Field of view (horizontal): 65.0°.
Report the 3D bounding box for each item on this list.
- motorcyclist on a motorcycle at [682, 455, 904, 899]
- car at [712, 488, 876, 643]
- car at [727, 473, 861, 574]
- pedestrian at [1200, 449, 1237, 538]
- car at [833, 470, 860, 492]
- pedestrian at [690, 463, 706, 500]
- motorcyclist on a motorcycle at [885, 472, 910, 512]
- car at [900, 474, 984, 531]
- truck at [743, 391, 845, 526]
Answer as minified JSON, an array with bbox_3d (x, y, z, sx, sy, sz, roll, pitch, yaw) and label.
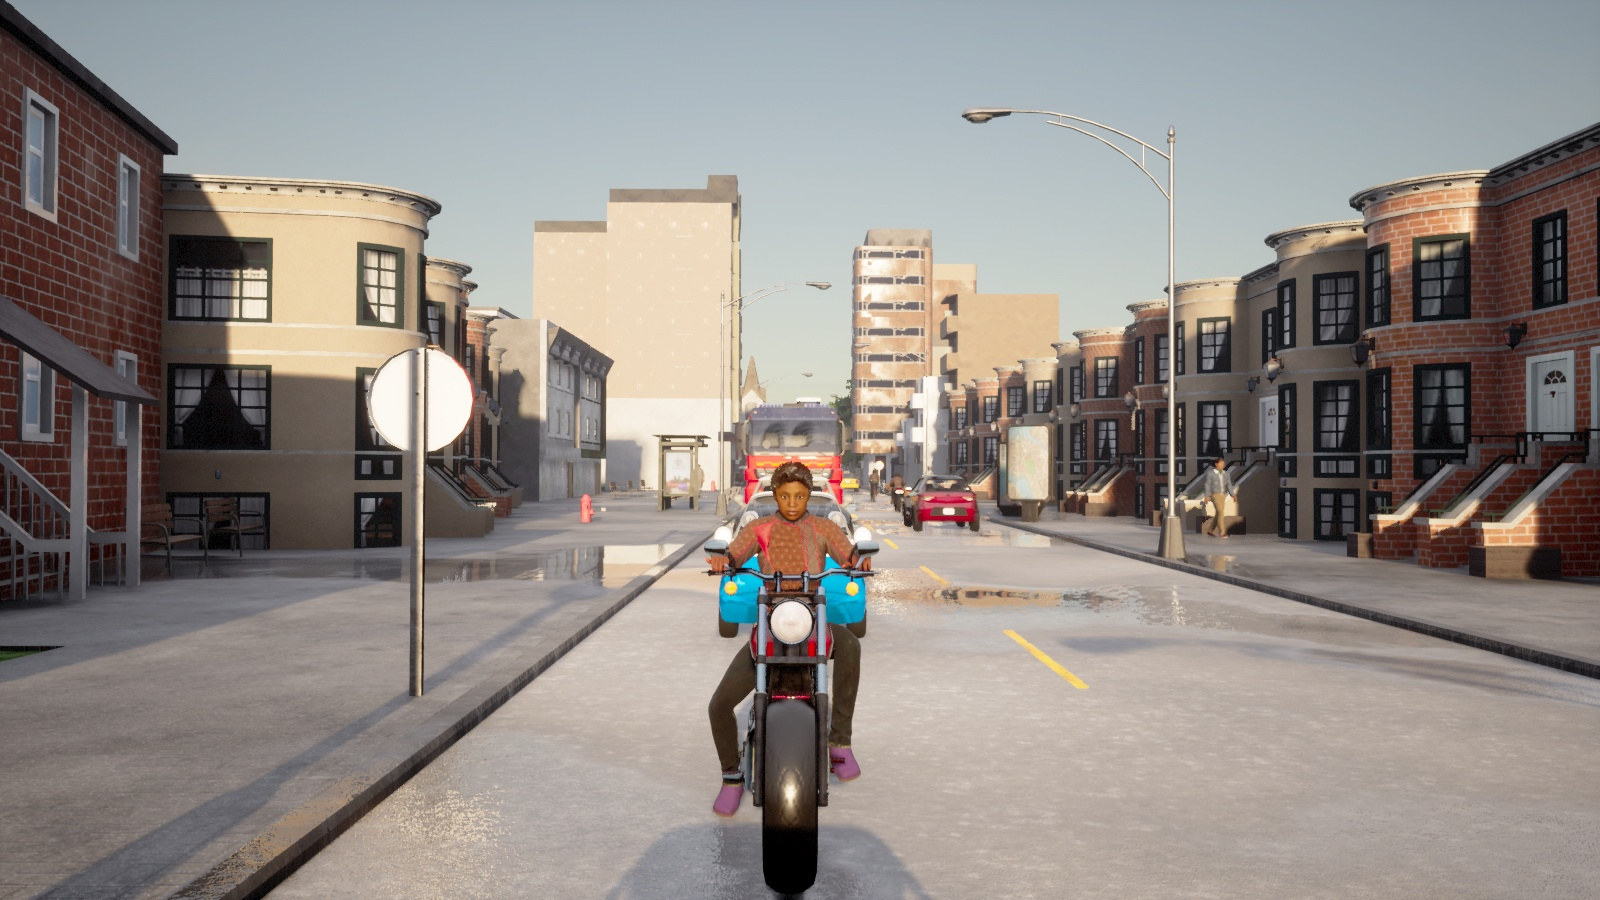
[{"bbox_3d":[-0.031,0.858,5.541,0.766,1.649,2.350,0,-1,0],"label":"motorcyclist on a motorcycle"},{"bbox_3d":[-0.062,1.078,12.451,1.481,1.376,2.207,0,-1,0],"label":"car"},{"bbox_3d":[-0.100,1.124,20.504,1.970,1.475,3.806,0,-1,0],"label":"car"},{"bbox_3d":[9.223,0.951,27.695,0.423,1.949,0.788,0,-1,-13],"label":"pedestrian"},{"bbox_3d":[3.523,2.331,95.010,1.801,1.575,5.366,0,-1,0],"label":"car"},{"bbox_3d":[-5.374,1.656,66.281,0.659,1.952,0.873,0,-1,6],"label":"pedestrian"},{"bbox_3d":[3.774,1.596,48.604,0.797,1.523,2.044,0,-1,0],"label":"motorcyclist on a motorcycle"},{"bbox_3d":[3.838,1.391,34.539,1.816,1.474,4.193,0,-1,0],"label":"car"},{"bbox_3d":[-0.191,0.320,39.959,2.891,3.827,8.468,0,-1,0],"label":"truck"}]
